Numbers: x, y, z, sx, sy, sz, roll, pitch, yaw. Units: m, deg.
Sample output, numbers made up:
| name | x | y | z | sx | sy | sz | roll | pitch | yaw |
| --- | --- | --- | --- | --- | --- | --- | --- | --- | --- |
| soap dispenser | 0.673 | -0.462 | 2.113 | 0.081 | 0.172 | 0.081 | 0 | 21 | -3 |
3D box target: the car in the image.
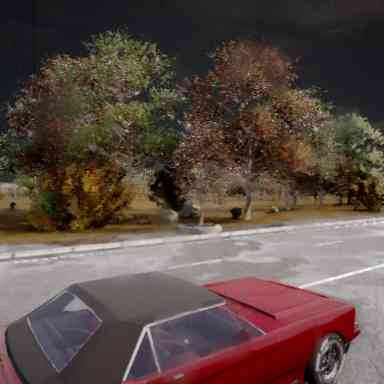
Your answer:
| name | x | y | z | sx | sy | sz | roll | pitch | yaw |
| --- | --- | --- | --- | --- | --- | --- | --- | --- | --- |
| car | -0.201 | 1.601 | 3.602 | 4.718 | 1.301 | 1.895 | 0 | 0 | -35 |
